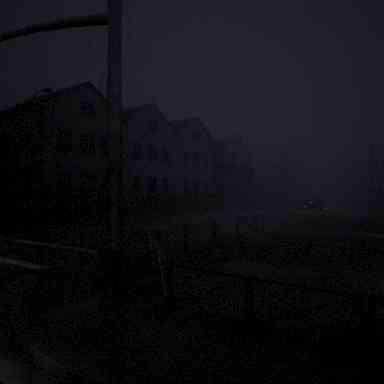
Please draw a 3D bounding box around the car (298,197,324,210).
[{"bbox_3d":[13.853,1.311,38.638,1.837,1.490,4.892,0,0,35],"label":"car"}]
